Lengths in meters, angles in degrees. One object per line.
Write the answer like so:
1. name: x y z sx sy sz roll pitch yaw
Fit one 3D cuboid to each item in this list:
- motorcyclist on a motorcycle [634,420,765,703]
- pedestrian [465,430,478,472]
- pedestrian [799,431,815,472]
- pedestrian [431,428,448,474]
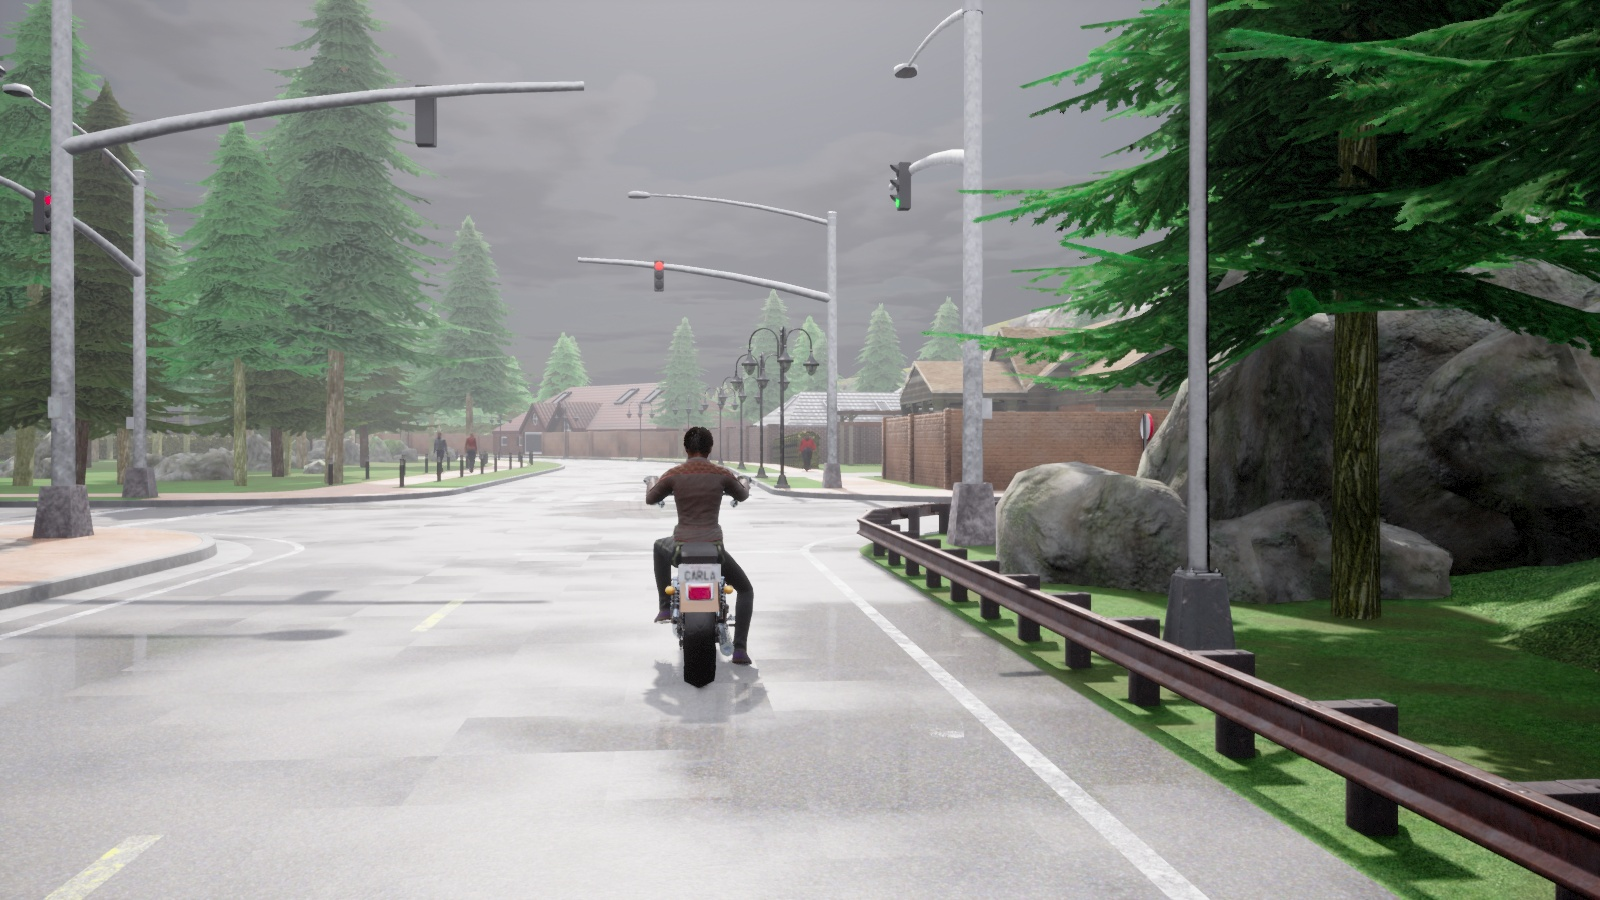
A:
1. motorcyclist on a motorcycle: -0.693 0.648 8.534 0.766 1.649 2.350 0 0 -5
2. pedestrian: -14.388 0.050 55.024 0.331 1.846 0.636 0 0 6
3. pedestrian: 0.327 0.061 56.931 0.634 1.844 0.899 0 0 -5
4. pedestrian: -15.491 0.055 53.977 0.423 1.949 0.788 0 0 8
